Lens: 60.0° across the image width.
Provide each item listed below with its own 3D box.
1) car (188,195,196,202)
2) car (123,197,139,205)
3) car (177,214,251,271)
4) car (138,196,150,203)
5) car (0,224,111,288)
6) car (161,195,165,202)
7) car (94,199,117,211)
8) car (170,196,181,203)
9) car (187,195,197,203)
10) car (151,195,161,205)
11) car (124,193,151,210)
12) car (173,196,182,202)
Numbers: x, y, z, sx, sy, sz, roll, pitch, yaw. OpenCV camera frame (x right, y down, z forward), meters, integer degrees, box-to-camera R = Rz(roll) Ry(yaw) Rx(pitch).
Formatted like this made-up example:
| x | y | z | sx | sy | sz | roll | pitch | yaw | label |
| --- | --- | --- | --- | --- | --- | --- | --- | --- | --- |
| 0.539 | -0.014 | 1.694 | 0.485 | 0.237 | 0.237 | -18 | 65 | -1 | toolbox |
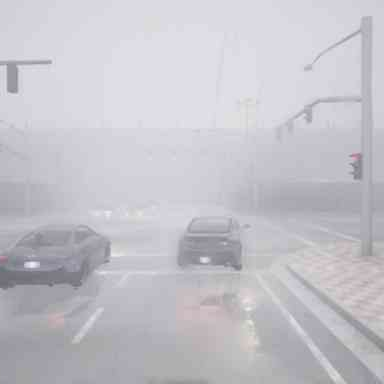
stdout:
| x | y | z | sx | sy | sz | roll | pitch | yaw | label |
| --- | --- | --- | --- | --- | --- | --- | --- | --- | --- |
| -0.022 | 1.500 | 79.225 | 1.837 | 1.490 | 4.892 | 0 | 0 | 0 | car |
| -10.558 | 1.564 | 58.009 | 1.994 | 1.385 | 4.181 | 0 | 0 | 1 | car |
| 0.835 | 1.495 | 11.071 | 1.837 | 1.490 | 4.892 | -1 | 1 | 12 | car |
| -10.520 | 1.541 | 72.479 | 1.994 | 1.385 | 4.181 | 0 | 0 | 0 | car |
| -3.572 | 1.563 | 9.256 | 1.994 | 1.385 | 4.181 | 0 | 0 | -2 | car |
| -7.020 | 1.511 | 73.124 | 2.128 | 1.511 | 4.902 | 0 | 0 | 0 | car |
| -10.600 | 1.564 | 40.905 | 1.994 | 1.385 | 4.181 | 0 | 0 | 0 | car |
| -3.519 | 1.551 | 69.232 | 1.994 | 1.385 | 4.181 | 0 | 0 | 0 | car |
| -0.019 | 1.476 | 68.869 | 1.882 | 1.535 | 5.008 | 0 | 0 | 0 | car |
| -7.061 | 1.601 | 58.023 | 1.895 | 1.301 | 4.718 | 0 | 0 | 1 | car |
| -7.105 | 1.219 | 43.177 | 2.150 | 2.045 | 5.566 | 0 | 0 | 0 | car |
| -3.522 | 1.595 | 79.254 | 1.895 | 1.301 | 4.718 | 0 | 0 | 0 | car |
